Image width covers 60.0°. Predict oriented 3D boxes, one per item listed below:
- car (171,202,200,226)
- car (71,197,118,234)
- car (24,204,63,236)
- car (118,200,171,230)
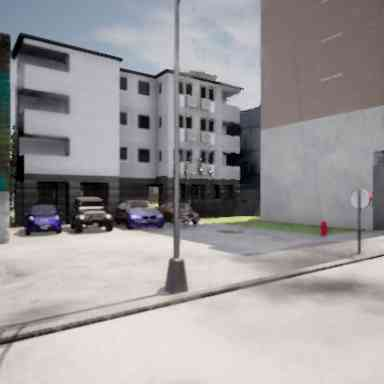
[{"bbox_3d":[-1.039,1.419,22.706,1.816,1.474,4.193,0,0,-25],"label":"car"},{"bbox_3d":[-5.752,1.244,18.890,1.905,1.878,3.866,0,0,-25],"label":"car"},{"bbox_3d":[-7.948,1.414,17.824,1.845,1.501,3.633,0,0,-25],"label":"car"},{"bbox_3d":[-3.361,1.350,20.878,2.242,1.667,4.611,0,0,-25],"label":"car"}]
